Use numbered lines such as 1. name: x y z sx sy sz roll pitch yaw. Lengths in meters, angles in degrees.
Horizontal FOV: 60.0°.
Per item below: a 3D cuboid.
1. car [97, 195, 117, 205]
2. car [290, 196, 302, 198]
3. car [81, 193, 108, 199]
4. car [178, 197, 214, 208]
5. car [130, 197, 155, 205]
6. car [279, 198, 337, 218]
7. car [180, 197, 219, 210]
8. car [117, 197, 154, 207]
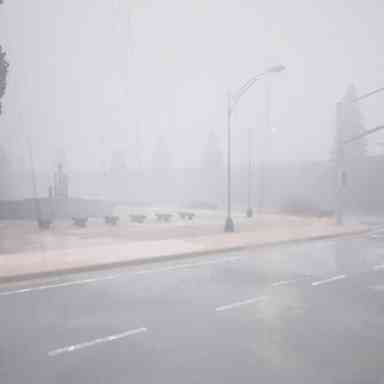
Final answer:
1. car: -12.717 1.601 55.193 4.718 1.301 1.895 0 0 20
2. car: 11.501 1.351 34.819 2.097 1.767 4.553 0 0 -37
3. car: -18.646 1.221 63.939 5.566 2.045 2.150 0 0 10
4. car: 0.480 1.477 47.431 5.008 1.535 1.882 0 0 39
5. car: -9.107 1.563 61.192 4.181 1.385 1.994 0 0 22
6. car: 10.540 1.547 30.274 2.033 1.411 5.357 0 0 -36
7. car: 1.240 1.507 42.022 4.892 1.490 1.837 -1 -1 44
8. car: -8.274 1.601 49.223 4.718 1.301 1.895 0 0 28
